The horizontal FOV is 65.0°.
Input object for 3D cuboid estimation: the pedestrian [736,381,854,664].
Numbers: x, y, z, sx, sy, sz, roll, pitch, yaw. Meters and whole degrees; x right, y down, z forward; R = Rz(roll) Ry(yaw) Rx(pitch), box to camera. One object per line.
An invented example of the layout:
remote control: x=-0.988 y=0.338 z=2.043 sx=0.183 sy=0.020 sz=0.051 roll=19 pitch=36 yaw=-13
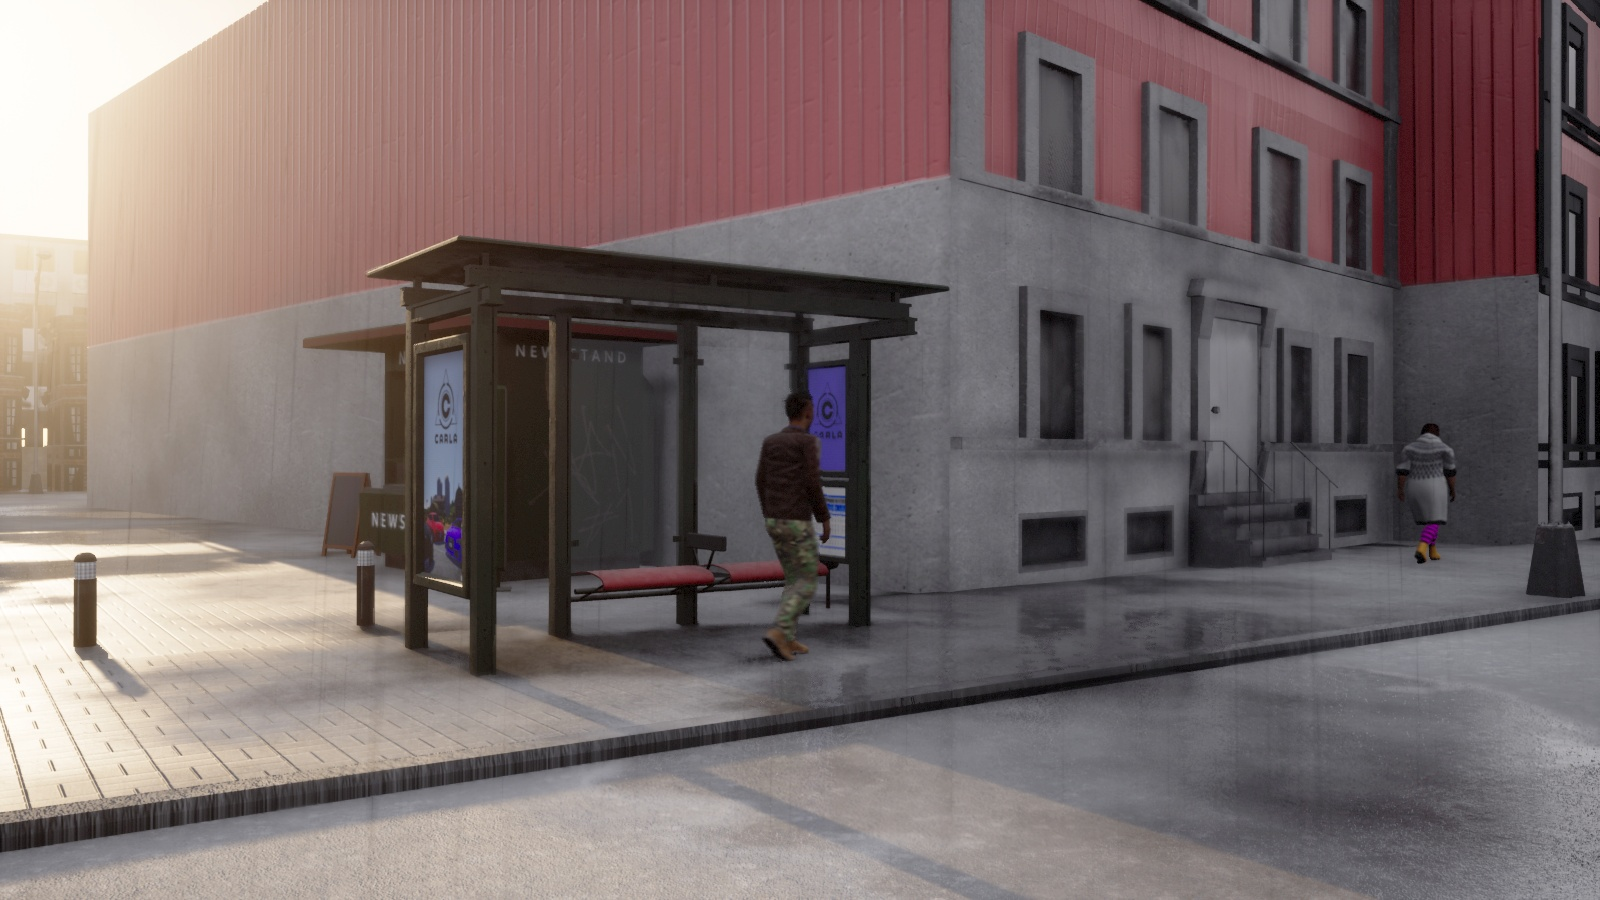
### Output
pedestrian: x=-0.027 y=0.473 z=8.560 sx=0.431 sy=1.840 sz=0.703 roll=0 pitch=0 yaw=45

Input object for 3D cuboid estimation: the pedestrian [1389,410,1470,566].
pedestrian: x=8.166 y=0.477 z=16.284 sx=0.873 sy=1.952 sz=0.659 roll=0 pitch=0 yaw=-43
